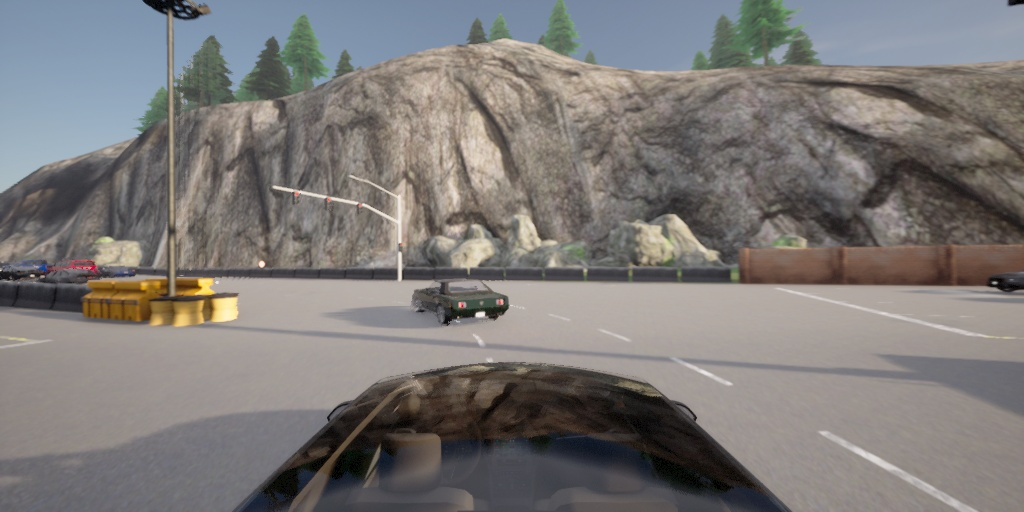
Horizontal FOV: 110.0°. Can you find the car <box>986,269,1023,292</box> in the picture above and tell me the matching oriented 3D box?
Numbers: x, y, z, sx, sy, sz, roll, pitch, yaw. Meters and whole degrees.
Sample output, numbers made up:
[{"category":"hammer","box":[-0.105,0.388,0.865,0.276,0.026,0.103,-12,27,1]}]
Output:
[{"category":"car","box":[25.459,1.010,16.415,4.892,1.490,1.837,-1,0,20]}]

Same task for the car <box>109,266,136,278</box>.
[{"category":"car","box":[-46.340,1.842,41.966,4.181,1.385,1.994,0,0,20]}]

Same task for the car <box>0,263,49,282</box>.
[{"category":"car","box":[-48.335,1.747,35.244,5.008,1.535,1.882,0,0,20]}]

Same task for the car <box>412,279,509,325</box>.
[{"category":"car","box":[-2.004,1.438,12.367,1.895,1.301,4.718,0,0,-29]}]

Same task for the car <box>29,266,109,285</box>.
[{"category":"car","box":[-31.591,1.713,25.555,4.892,1.490,1.837,-1,0,20]}]

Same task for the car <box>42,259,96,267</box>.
[{"category":"car","box":[-47.172,1.495,38.546,5.566,2.045,2.150,0,0,20]}]
